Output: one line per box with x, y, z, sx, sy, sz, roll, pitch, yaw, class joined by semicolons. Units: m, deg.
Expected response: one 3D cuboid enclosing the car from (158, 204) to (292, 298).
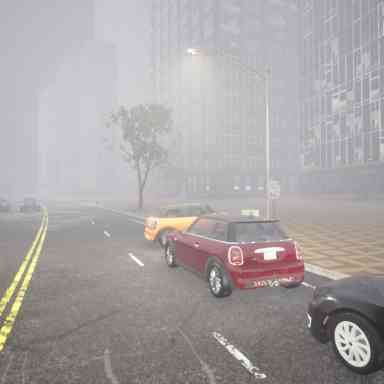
0.821;1.355;8.916;2.097;1.767;4.553;0;0;-22;car

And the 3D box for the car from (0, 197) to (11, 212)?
-22.033;1.390;38.002;2.097;1.767;4.553;0;0;-24;car

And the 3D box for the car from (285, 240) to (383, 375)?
3.588;1.505;3.462;1.837;1.490;4.892;0;0;-36;car

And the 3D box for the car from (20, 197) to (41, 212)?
-19.072;1.393;39.341;2.097;1.767;4.553;0;0;-24;car

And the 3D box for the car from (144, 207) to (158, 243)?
0.253;1.277;14.586;4.553;1.767;2.097;-3;1;-18;car
